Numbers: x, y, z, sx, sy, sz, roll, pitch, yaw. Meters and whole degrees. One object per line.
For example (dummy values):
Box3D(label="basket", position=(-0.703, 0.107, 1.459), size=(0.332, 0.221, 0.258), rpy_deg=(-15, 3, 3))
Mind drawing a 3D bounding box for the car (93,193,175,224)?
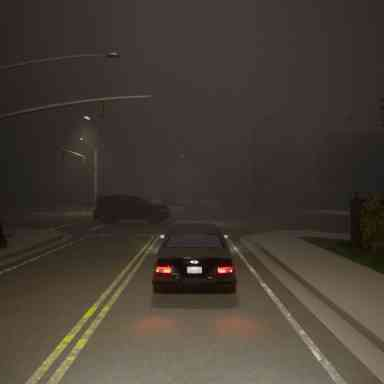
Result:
Box3D(label="car", position=(-4.324, 1.245, 24.119), size=(5.566, 2.045, 2.150), rpy_deg=(-1, 0, 3))

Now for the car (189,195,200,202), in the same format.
Box3D(label="car", position=(0.564, 1.524, 78.927), size=(1.812, 1.442, 4.674), rpy_deg=(0, 0, 12))

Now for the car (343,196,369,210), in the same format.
Box3D(label="car", position=(20.133, 1.306, 38.833), size=(4.553, 1.767, 2.097), rpy_deg=(0, 0, -1))

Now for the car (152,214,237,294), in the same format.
Box3D(label="car", position=(0.054, 1.547, 8.913), size=(2.033, 1.411, 5.357), rpy_deg=(0, 0, 0))
